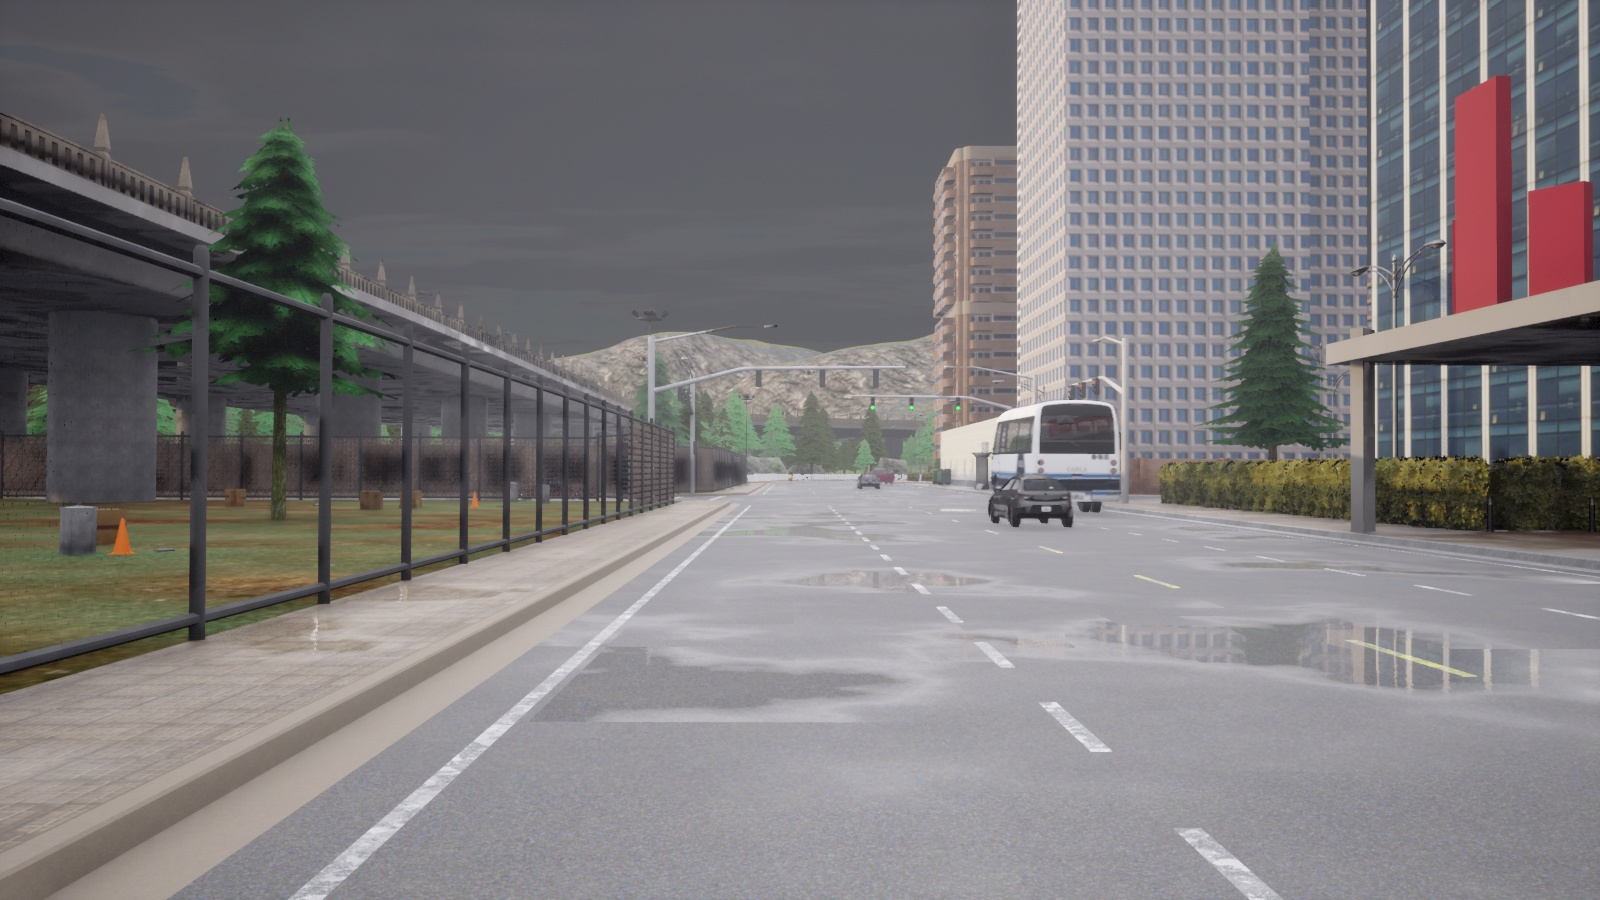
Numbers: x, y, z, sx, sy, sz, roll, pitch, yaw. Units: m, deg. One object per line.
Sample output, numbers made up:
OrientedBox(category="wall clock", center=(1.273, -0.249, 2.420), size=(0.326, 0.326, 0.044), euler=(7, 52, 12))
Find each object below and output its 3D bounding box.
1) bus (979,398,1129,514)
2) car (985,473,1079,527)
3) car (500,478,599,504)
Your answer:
OrientedBox(category="bus", center=(10.084, 0.258, 51.341), size=(3.944, 4.253, 10.273), euler=(0, 0, 0))
OrientedBox(category="car", center=(6.740, 1.420, 36.924), size=(1.816, 1.474, 4.193), euler=(0, -1, -3))
OrientedBox(category="car", center=(-12.835, 2.102, 64.480), size=(4.718, 1.301, 1.895), euler=(0, -1, -1))
